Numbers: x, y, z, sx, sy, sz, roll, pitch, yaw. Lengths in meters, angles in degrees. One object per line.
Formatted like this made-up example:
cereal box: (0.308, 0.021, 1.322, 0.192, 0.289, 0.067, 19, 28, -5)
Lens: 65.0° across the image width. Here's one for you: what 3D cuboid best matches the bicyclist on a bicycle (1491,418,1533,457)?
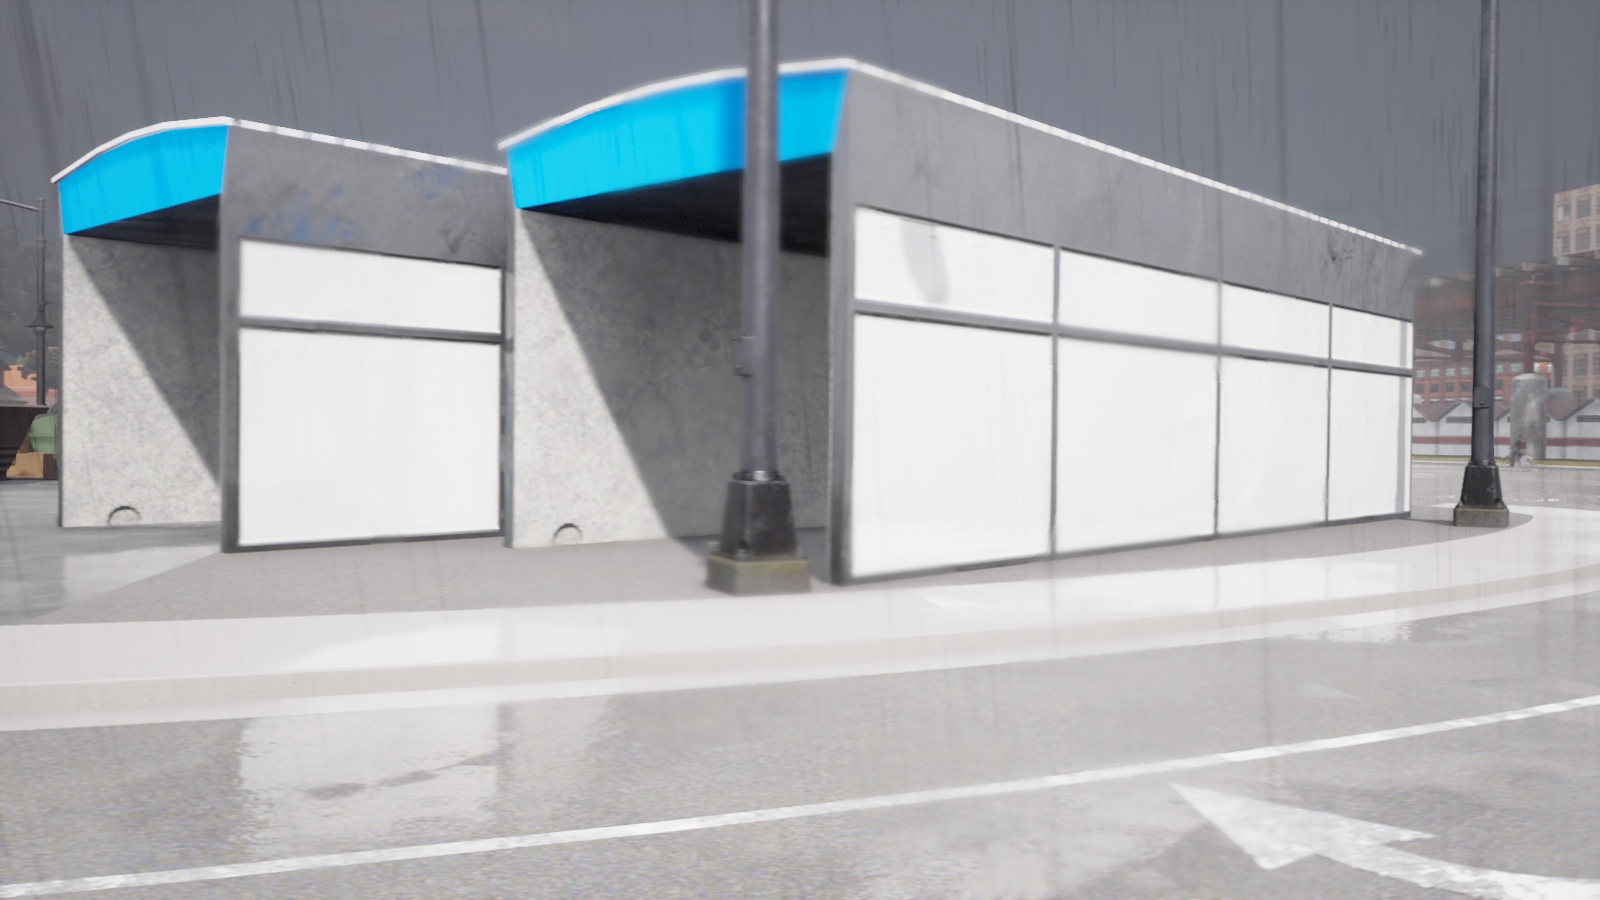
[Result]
bicyclist on a bicycle: (33.347, -0.603, 58.832, 0.659, 1.776, 1.843, -1, 1, -11)
